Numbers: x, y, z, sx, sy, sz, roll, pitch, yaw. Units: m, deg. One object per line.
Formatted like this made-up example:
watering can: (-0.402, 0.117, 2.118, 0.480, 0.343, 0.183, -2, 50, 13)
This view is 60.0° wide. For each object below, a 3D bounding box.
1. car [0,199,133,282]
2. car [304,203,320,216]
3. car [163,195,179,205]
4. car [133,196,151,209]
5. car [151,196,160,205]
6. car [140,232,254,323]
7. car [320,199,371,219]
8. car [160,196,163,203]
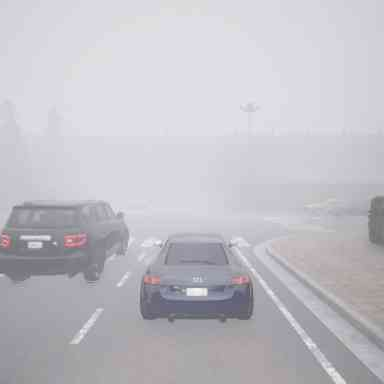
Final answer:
car: (-3.408, 1.225, 9.914, 2.150, 2.045, 5.566, 0, 0, 0)
car: (13.193, 1.422, 31.455, 5.008, 1.535, 1.882, 0, 0, 0)
car: (-3.409, 1.352, 58.227, 2.097, 1.767, 4.553, 0, 0, 0)
car: (-7.095, 1.352, 44.246, 2.097, 1.767, 4.553, 0, 0, 0)
car: (-7.082, 1.600, 56.997, 1.895, 1.301, 4.718, 0, 0, 0)
car: (0.082, 1.564, 7.315, 1.994, 1.385, 4.181, 0, 0, 0)
car: (13.810, 1.437, 27.956, 4.902, 1.511, 2.128, 0, 0, 0)
car: (-7.008, 1.524, 71.899, 1.812, 1.442, 4.674, 0, 0, 0)
